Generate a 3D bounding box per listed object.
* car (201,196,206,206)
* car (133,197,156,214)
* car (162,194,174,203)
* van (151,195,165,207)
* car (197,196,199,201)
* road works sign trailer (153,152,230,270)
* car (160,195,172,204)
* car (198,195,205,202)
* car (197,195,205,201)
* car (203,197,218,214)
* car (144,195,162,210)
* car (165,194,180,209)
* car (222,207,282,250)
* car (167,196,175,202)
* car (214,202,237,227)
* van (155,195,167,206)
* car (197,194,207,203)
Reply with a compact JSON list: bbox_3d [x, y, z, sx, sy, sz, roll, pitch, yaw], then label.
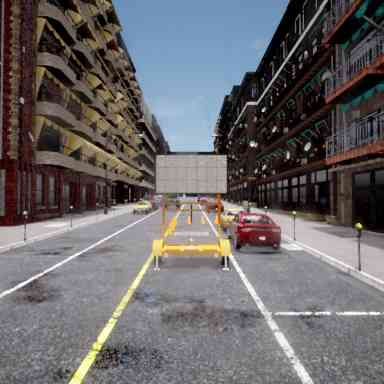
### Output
[{"bbox_3d":[2.514,1.628,42.006,2.008,1.369,4.403,1,0,0],"label":"car"},{"bbox_3d":[-5.356,1.588,36.354,1.752,1.417,4.829,2,0,0],"label":"car"},{"bbox_3d":[-5.418,1.516,75.237,2.192,1.841,5.009,1,0,0],"label":"car"},{"bbox_3d":[-5.380,1.452,53.114,1.690,1.788,3.998,2,0,0],"label":"van"},{"bbox_3d":[2.476,1.697,64.127,1.887,1.381,4.507,1,0,0],"label":"car"},{"bbox_3d":[-0.018,0.475,11.014,2.380,3.560,2.880,0,0,0],"label":"road works sign trailer"},{"bbox_3d":[-5.408,1.492,69.707,2.192,1.841,5.009,1,0,0],"label":"car"},{"bbox_3d":[2.486,1.676,58.598,1.887,1.381,4.507,1,0,0],"label":"car"},{"bbox_3d":[2.396,1.723,91.784,1.967,1.590,4.097,1,0,0],"label":"car"},{"bbox_3d":[2.524,1.608,36.474,1.887,1.381,4.507,1,0,0],"label":"car"},{"bbox_3d":[-5.360,1.392,42.056,2.192,1.841,5.009,2,0,0],"label":"car"},{"bbox_3d":[-2.827,1.311,46.561,2.150,2.045,5.566,0,0,0],"label":"car"},{"bbox_3d":[2.562,1.561,14.352,1.887,1.381,4.507,1,0,0],"label":"car"},{"bbox_3d":[-5.443,1.819,86.298,1.947,1.339,4.313,1,0,0],"label":"car"},{"bbox_3d":[2.553,1.551,20.054,1.752,1.417,4.829,1,0,0],"label":"car"},{"bbox_3d":[-5.390,1.472,58.646,1.690,1.788,3.998,1,0,0],"label":"van"},{"bbox_3d":[2.419,1.541,80.722,2.192,1.841,5.009,1,0,0],"label":"car"}]
